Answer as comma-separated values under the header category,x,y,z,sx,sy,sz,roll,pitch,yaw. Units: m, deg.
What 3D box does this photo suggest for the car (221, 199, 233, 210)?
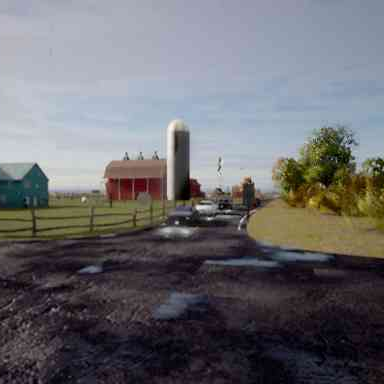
category,x,y,z,sx,sy,sz,roll,pitch,yaw
car,4.618,1.755,46.811,1.837,1.490,4.892,0,0,15

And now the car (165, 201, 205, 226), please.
category,x,y,z,sx,sy,sz,roll,pitch,yaw
car,-0.569,1.678,24.716,2.033,1.411,5.357,0,0,9

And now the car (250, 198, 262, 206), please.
category,x,y,z,sx,sy,sz,roll,pitch,yaw
car,12.689,1.886,65.708,1.837,1.490,4.892,0,0,15

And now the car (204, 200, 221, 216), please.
category,x,y,z,sx,sy,sz,roll,pitch,yaw
car,1.492,1.710,34.781,1.812,1.442,4.674,0,0,14

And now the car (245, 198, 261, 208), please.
category,x,y,z,sx,sy,sz,roll,pitch,yaw
car,10.066,1.839,56.051,1.812,1.442,4.674,0,0,15
